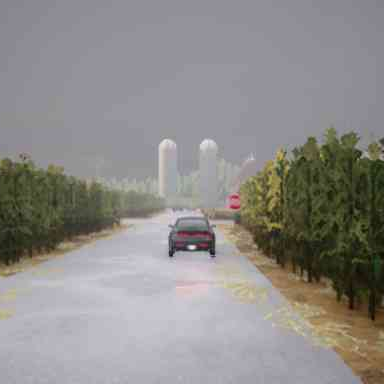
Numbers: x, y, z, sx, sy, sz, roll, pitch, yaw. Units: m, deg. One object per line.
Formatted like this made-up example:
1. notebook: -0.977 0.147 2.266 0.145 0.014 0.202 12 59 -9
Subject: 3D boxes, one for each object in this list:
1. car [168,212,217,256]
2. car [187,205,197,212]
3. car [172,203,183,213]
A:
1. car: 0.006 1.808 14.352 1.837 1.490 4.892 0 -2 0
2. car: 0.014 3.632 75.327 1.882 1.535 5.008 0 -2 0
3. car: -3.087 3.444 72.868 2.150 2.045 5.566 0 -2 0
